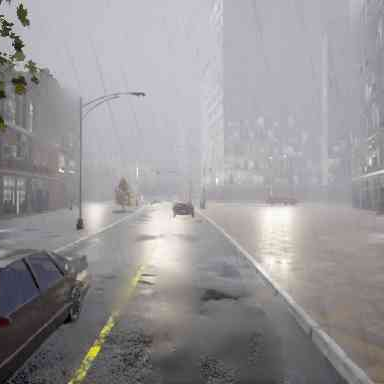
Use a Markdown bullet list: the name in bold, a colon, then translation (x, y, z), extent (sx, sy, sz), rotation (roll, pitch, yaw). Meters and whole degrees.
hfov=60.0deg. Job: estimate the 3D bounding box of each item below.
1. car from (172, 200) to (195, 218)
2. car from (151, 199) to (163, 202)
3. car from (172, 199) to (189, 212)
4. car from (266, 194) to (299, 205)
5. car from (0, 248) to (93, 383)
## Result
- **car**: translation (-0.820, 1.483, 30.786), extent (1.882, 1.535, 5.008), rotation (0, 0, -3)
- **car**: translation (-4.683, 1.157, 45.024), extent (2.033, 1.411, 5.357), rotation (0, 0, -5)
- **car**: translation (-1.503, 1.607, 40.661), extent (1.895, 1.301, 4.718), rotation (0, 0, -4)
- **car**: translation (13.940, 1.201, 51.523), extent (5.009, 1.841, 2.192), rotation (0, -1, 15)
- **car**: translation (-2.874, 1.548, 4.409), extent (2.033, 1.411, 5.357), rotation (0, 0, 0)
